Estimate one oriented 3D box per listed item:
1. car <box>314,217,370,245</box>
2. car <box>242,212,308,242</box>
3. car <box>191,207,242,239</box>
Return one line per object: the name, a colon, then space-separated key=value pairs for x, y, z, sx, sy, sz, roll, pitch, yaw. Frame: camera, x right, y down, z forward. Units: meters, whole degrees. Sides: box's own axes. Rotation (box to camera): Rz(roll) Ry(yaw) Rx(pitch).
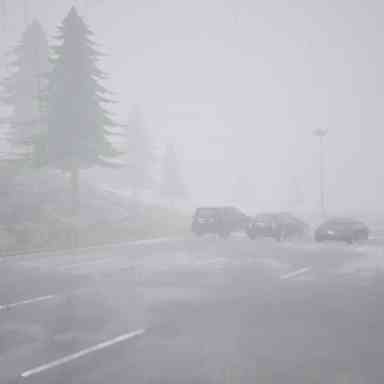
car: x=8.631 y=2.124 z=19.007 sx=1.994 sy=1.385 sz=4.181 roll=-3 pitch=-3 yaw=42
car: x=5.446 y=2.017 z=20.711 sx=2.097 sy=1.767 sz=4.553 roll=-3 pitch=-3 yaw=42
car: x=2.207 y=2.004 z=22.735 sx=2.150 sy=2.045 sz=5.566 roll=-2 pitch=-2 yaw=38
